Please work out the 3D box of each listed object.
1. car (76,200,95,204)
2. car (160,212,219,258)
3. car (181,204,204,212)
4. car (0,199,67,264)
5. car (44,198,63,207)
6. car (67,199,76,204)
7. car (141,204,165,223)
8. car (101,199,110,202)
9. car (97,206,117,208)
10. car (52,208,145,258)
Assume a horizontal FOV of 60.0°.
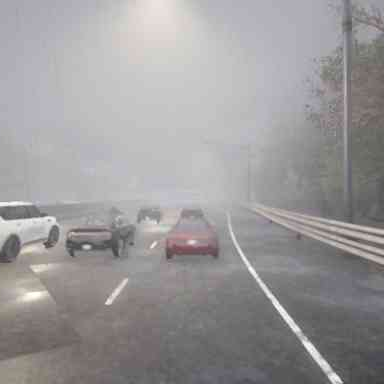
[{"bbox_3d":[-21.010,2.311,67.385,2.128,1.511,4.902,0,-1,0],"label":"car"},{"bbox_3d":[0.021,1.711,13.404,1.994,1.385,4.181,0,-1,1],"label":"car"},{"bbox_3d":[0.025,1.802,29.230,1.882,1.535,5.008,0,0,1],"label":"car"},{"bbox_3d":[-6.992,1.362,12.549,2.150,2.045,5.566,0,0,0],"label":"car"},{"bbox_3d":[-28.010,2.141,67.416,2.097,1.767,4.553,0,-1,0],"label":"car"},{"bbox_3d":[-24.510,2.263,67.385,1.882,1.535,5.008,0,-1,0],"label":"car"},{"bbox_3d":[-3.481,1.823,28.510,1.837,1.490,4.892,0,0,1],"label":"car"},{"bbox_3d":[-17.510,2.285,67.386,1.837,1.490,4.892,0,-1,0],"label":"car"},{"bbox_3d":[-6.992,1.853,27.528,2.033,1.411,5.357,0,-1,0],"label":"car"},{"bbox_3d":[-3.479,1.640,13.494,2.128,1.511,4.902,0,0,1],"label":"car"}]
